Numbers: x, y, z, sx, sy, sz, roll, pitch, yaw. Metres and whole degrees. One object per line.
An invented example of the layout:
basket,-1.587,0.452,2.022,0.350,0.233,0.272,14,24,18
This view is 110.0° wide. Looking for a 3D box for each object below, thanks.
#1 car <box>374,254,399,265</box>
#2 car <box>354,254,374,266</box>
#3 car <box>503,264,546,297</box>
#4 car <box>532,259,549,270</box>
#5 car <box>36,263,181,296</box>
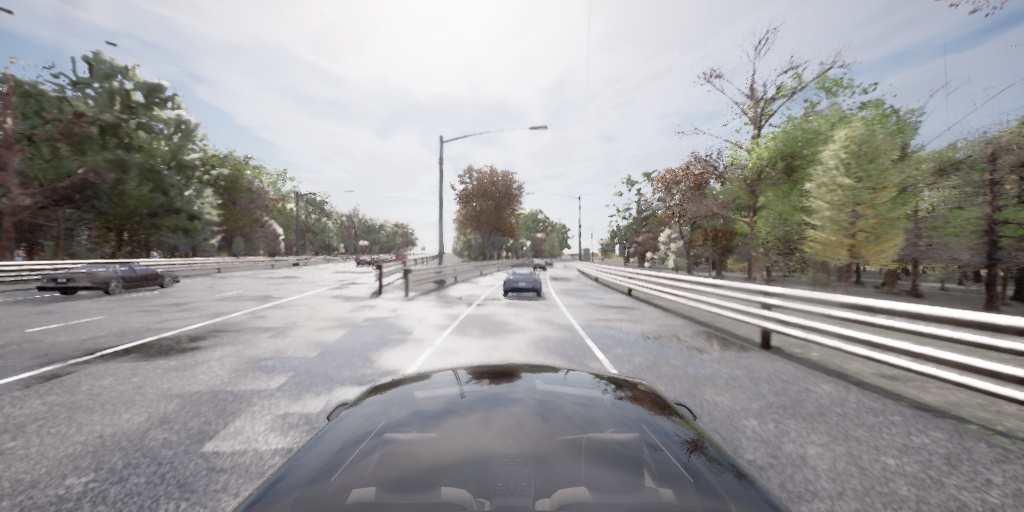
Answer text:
car,-16.959,0.779,48.616,1.837,1.490,4.892,0,0,-10
car,-21.127,0.751,52.012,1.812,1.442,4.674,0,0,-10
car,0.602,1.304,19.153,1.994,1.385,4.181,0,0,3
car,3.694,1.254,49.101,1.812,1.442,4.674,0,0,9
car,-18.341,1.006,16.728,2.033,1.411,5.357,0,0,-10
